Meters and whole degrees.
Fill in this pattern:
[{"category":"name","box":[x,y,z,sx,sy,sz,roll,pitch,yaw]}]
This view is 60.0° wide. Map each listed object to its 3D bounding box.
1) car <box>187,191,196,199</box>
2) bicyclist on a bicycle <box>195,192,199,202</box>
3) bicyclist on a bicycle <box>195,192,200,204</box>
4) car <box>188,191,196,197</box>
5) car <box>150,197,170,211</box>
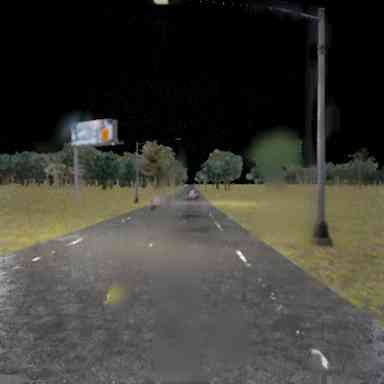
[{"category":"car","box":[-0.017,0.813,74.710,1.994,1.385,4.181,0,1,0]},{"category":"bicyclist on a bicycle","box":[0.945,0.915,62.050,0.659,1.776,1.843,0,1,0]},{"category":"bicyclist on a bicycle","box":[0.947,1.071,53.064,0.659,1.776,1.843,0,1,0]},{"category":"car","box":[-0.020,0.492,84.856,1.882,1.535,5.008,0,1,0]},{"category":"car","box":[-3.600,1.319,37.932,1.882,1.535,5.008,0,1,0]}]
